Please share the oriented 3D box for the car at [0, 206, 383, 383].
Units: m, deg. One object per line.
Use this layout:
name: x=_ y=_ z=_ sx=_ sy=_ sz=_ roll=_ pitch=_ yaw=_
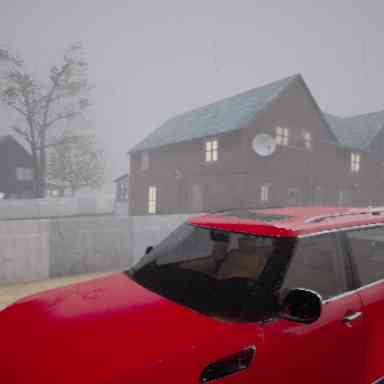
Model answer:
car: x=0.796 y=1.220 z=3.625 sx=5.566 sy=2.045 sz=2.150 roll=0 pitch=0 yaw=-34
